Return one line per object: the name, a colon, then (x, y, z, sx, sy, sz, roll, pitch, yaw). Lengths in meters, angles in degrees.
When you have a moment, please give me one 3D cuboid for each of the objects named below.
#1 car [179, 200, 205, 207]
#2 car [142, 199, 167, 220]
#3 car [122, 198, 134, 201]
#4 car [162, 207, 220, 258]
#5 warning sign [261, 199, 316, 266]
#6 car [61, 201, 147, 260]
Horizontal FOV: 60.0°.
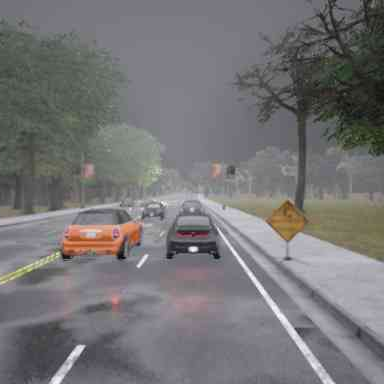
car: (-0.003, 1.454, 27.691, 2.097, 1.767, 4.553, 0, 0, 0)
car: (-3.250, 1.634, 29.062, 1.812, 1.442, 4.674, 0, 0, 0)
car: (-10.066, 1.710, 51.846, 1.837, 1.490, 4.892, 0, -1, 0)
car: (0.053, 1.552, 12.922, 1.837, 1.490, 4.892, 0, 0, 0)
warning sign: (2.837, 1.150, 9.914, 1.300, 1.860, 1.060, 0, -1, 0)
car: (-3.196, 1.396, 12.692, 2.097, 1.767, 4.553, 0, 0, 0)
